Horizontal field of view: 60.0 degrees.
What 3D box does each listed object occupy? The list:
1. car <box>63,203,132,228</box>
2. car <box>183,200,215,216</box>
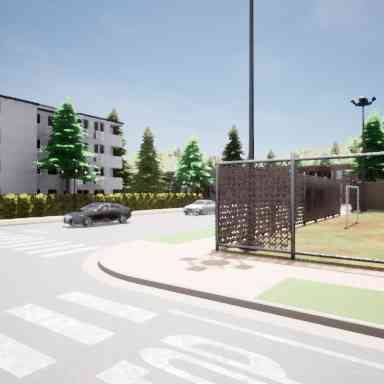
[{"bbox_3d":[-6.275,1.480,22.520,2.128,1.511,4.902,0,0,36],"label":"car"},{"bbox_3d":[1.019,1.514,32.844,1.812,1.442,4.674,0,0,35],"label":"car"}]
